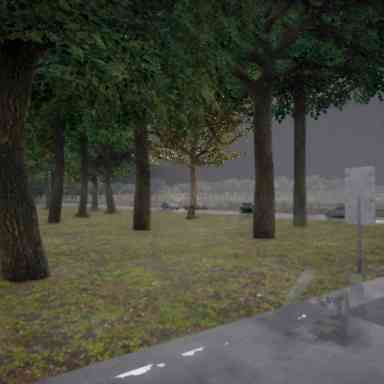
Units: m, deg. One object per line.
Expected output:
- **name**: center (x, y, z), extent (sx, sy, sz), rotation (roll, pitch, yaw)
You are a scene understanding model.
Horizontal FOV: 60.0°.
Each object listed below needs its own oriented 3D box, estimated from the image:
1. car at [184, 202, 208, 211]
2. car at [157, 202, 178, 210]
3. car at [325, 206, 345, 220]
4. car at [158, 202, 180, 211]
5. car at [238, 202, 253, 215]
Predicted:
- **car**: center (0.607, 2.516, 58.234), extent (2.033, 1.411, 5.357), rotation (-1, 0, -35)
- **car**: center (-4.951, 2.734, 66.006), extent (1.895, 1.301, 4.718), rotation (-1, 0, -35)
- **car**: center (15.241, 2.044, 32.525), extent (1.994, 1.385, 4.181), rotation (-1, -1, -36)
- **car**: center (-4.046, 2.588, 59.954), extent (1.837, 1.490, 4.892), rotation (-1, -1, -35)
- **car**: center (8.086, 2.059, 42.642), extent (2.097, 1.767, 4.553), rotation (-1, 0, -35)
